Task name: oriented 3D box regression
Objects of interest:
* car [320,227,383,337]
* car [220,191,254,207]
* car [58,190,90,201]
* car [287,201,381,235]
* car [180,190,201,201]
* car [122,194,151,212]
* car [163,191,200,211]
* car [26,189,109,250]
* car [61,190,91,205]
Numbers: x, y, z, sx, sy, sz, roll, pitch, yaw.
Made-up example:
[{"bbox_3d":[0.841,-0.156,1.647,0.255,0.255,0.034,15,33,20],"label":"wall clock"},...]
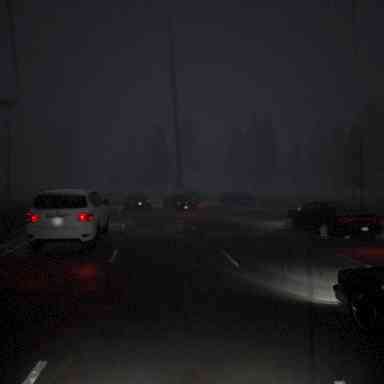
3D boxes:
[{"bbox_3d":[3.503,1.454,3.336,2.033,1.411,5.357,0,1,-3],"label":"car"},{"bbox_3d":[4.434,0.602,33.788,1.882,1.535,5.008,0,1,-18],"label":"car"},{"bbox_3d":[-16.232,0.440,45.665,4.718,1.301,1.895,1,2,40],"label":"car"},{"bbox_3d":[5.793,1.101,14.278,1.882,1.535,5.008,0,1,-8],"label":"car"},{"bbox_3d":[-0.737,0.537,37.072,2.128,1.511,4.902,0,2,-27],"label":"car"},{"bbox_3d":[-4.742,0.843,28.126,1.994,1.385,4.181,0,2,-18],"label":"car"},{"bbox_3d":[-1.171,0.861,28.704,1.895,1.301,4.718,-1,2,-18],"label":"car"},{"bbox_3d":[-4.527,0.892,12.826,2.150,2.045,5.566,0,1,-9],"label":"car"},{"bbox_3d":[-12.914,0.539,36.917,1.882,1.535,5.008,0,1,-35],"label":"car"}]
